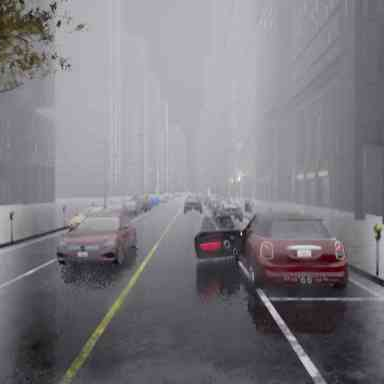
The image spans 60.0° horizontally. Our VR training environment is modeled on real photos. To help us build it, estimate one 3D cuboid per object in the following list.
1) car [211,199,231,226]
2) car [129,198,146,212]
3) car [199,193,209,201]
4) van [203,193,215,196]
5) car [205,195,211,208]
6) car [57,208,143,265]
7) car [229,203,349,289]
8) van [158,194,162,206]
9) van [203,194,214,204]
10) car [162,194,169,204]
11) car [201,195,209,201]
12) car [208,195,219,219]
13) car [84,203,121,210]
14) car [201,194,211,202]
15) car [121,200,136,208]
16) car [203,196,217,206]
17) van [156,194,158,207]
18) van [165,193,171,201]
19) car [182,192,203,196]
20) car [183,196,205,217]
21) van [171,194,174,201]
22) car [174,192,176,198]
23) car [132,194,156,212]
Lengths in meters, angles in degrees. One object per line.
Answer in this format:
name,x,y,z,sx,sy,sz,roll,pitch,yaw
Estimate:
car,2.813,1.486,25.252,2.008,1.369,4.403,0,0,0
car,-5.700,1.503,30.939,1.802,1.307,4.206,0,0,0
car,2.928,1.125,82.027,2.192,1.841,5.009,0,0,0
van,2.859,1.222,47.963,1.690,1.788,3.998,0,0,0
car,2.848,1.445,42.285,2.008,1.369,4.403,0,0,0
car,-3.076,1.494,11.697,1.812,1.442,4.674,0,0,0
car,2.408,1.327,9.246,2.097,1.767,4.553,0,0,0
van,-5.666,1.222,47.970,1.690,1.788,3.998,0,0,0
van,2.882,1.197,59.317,1.690,1.788,3.998,0,0,0
car,-5.643,1.438,59.325,1.802,1.307,4.206,0,0,0
car,2.917,1.403,76.351,1.802,1.307,4.206,0,0,0
car,2.824,1.361,30.929,1.967,1.590,4.097,0,0,0
car,-5.724,1.474,19.413,1.752,1.417,4.829,0,0,0
car,2.905,1.273,70.673,1.967,1.590,4.097,0,0,0
car,-5.712,1.517,25.261,1.802,1.307,4.206,0,0,0
car,2.871,1.413,53.640,1.887,1.381,4.507,0,0,0
van,-5.678,1.235,42.293,1.690,1.788,3.998,0,0,0
van,-5.632,1.185,65.003,1.690,1.788,3.998,0,0,0
car,0.127,1.236,46.762,2.097,1.767,4.553,0,0,1
car,0.126,1.416,34.658,1.837,1.490,4.892,0,0,0
van,-5.608,1.162,76.357,1.690,1.788,3.998,0,0,0
car,-5.597,1.336,81.865,1.752,1.417,4.829,0,0,0
car,-5.689,1.222,36.615,2.192,1.841,5.009,0,0,0
